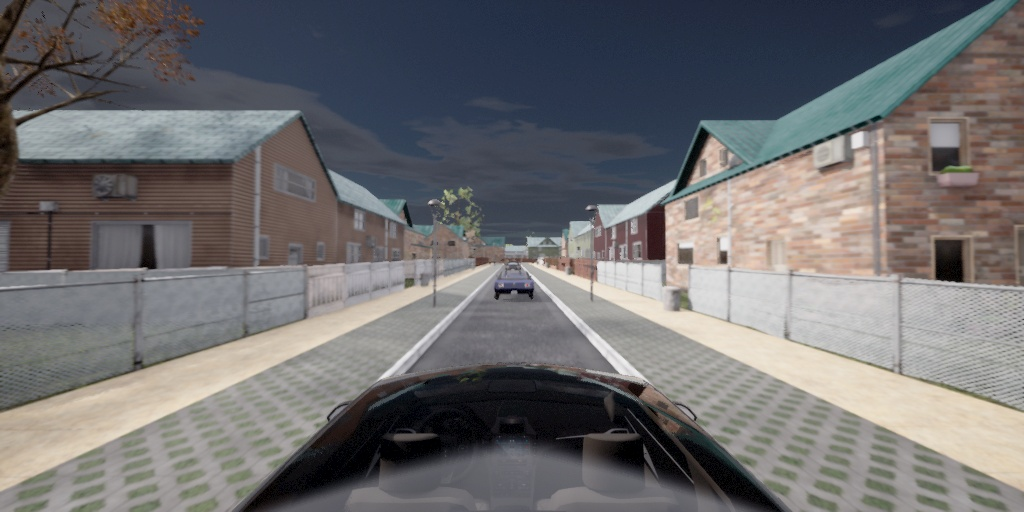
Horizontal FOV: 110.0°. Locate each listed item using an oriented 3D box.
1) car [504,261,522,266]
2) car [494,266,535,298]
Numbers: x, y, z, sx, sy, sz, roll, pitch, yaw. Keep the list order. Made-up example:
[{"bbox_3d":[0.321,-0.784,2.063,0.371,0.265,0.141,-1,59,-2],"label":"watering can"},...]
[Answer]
[{"bbox_3d":[0.115,1.313,41.196,1.812,1.442,4.674,0,0,0],"label":"car"},{"bbox_3d":[0.105,1.366,18.374,1.895,1.301,4.718,0,0,0],"label":"car"}]
